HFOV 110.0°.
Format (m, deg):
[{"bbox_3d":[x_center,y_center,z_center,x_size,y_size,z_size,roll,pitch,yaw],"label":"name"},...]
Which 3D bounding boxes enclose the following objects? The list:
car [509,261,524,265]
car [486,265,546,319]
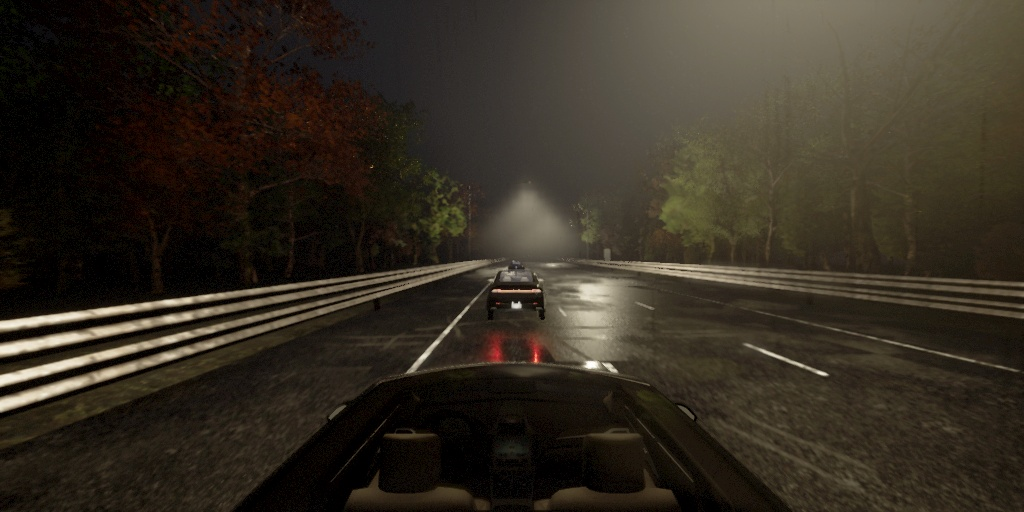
[{"bbox_3d":[0.546,1.274,43.477,1.994,1.385,4.181,0,0,1],"label":"car"},{"bbox_3d":[0.144,1.232,12.758,2.128,1.511,4.902,0,0,0],"label":"car"}]
